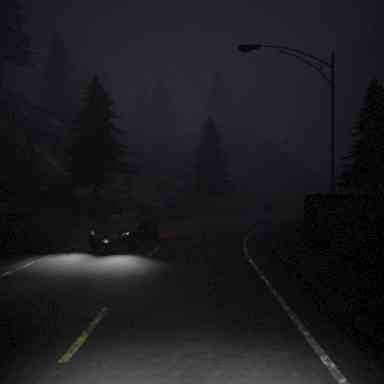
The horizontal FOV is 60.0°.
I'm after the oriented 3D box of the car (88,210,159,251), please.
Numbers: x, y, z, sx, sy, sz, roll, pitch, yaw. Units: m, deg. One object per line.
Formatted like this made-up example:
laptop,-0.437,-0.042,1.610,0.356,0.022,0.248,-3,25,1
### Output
car,-2.757,1.542,14.537,1.812,1.442,4.674,0,0,10
